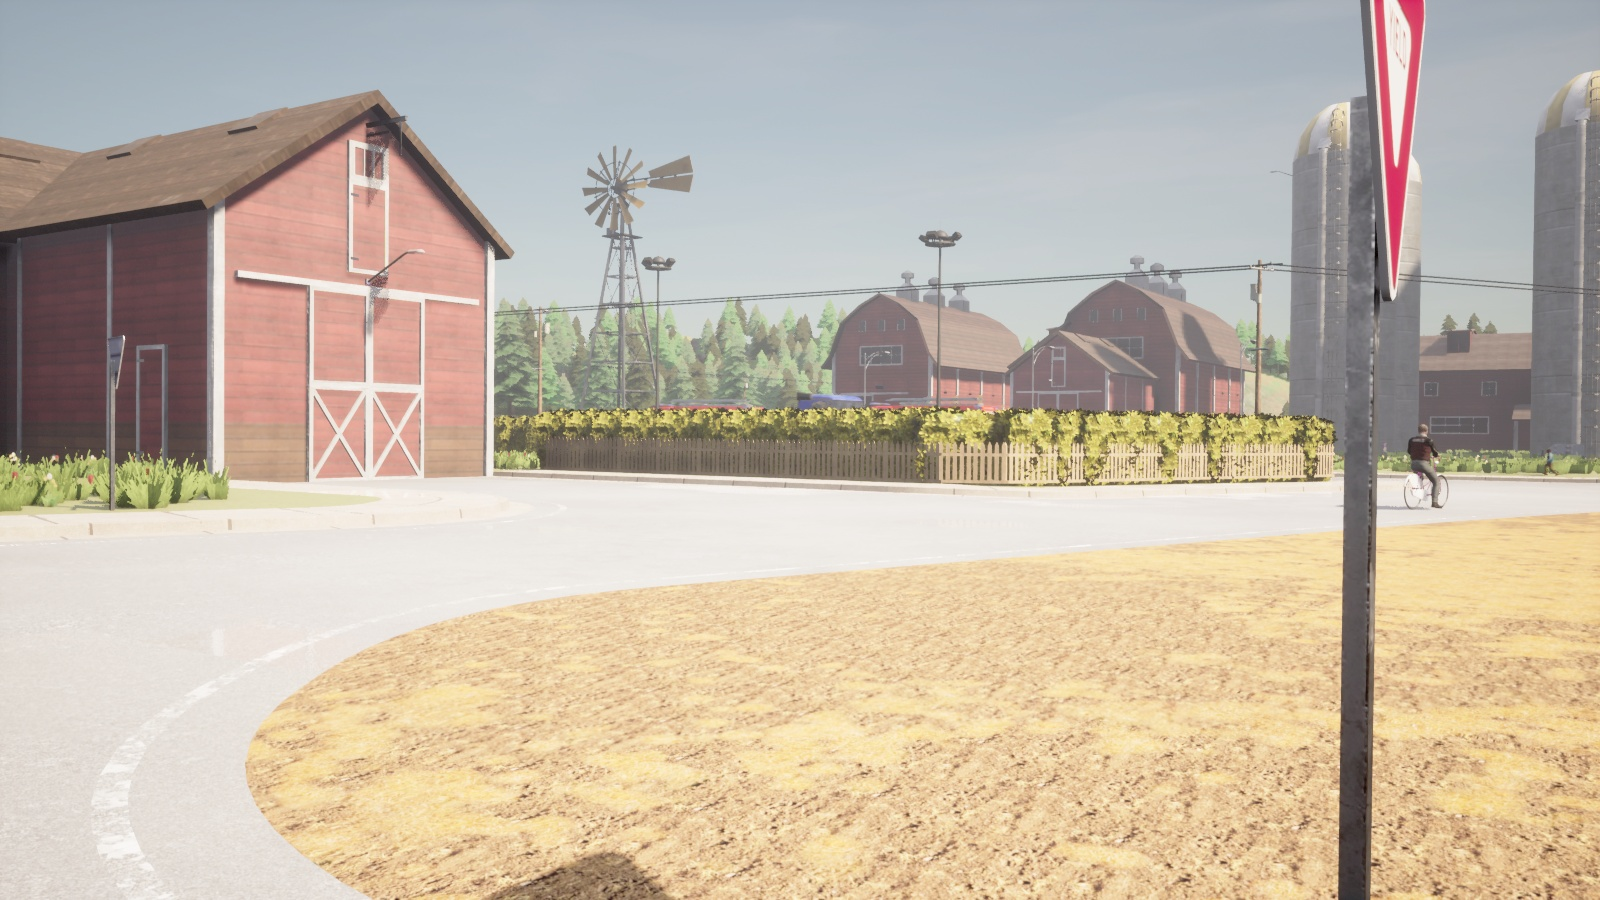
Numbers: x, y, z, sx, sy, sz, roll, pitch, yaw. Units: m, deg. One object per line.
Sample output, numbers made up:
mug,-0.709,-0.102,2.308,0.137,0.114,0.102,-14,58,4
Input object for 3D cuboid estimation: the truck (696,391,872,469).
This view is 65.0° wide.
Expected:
truck,-0.806,-0.907,58.854,7.936,3.462,2.891,0,1,33

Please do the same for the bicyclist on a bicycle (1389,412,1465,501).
bicyclist on a bicycle,12.987,0.119,25.984,1.843,1.776,0.659,-1,1,-37

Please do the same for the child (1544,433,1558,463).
child,29.935,-0.069,50.081,0.448,1.192,0.343,0,1,27

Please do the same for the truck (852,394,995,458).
truck,7.652,-1.431,78.255,8.468,3.827,2.891,0,1,33

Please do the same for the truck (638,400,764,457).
truck,-6.932,-1.422,87.233,8.468,3.827,2.891,0,1,28
